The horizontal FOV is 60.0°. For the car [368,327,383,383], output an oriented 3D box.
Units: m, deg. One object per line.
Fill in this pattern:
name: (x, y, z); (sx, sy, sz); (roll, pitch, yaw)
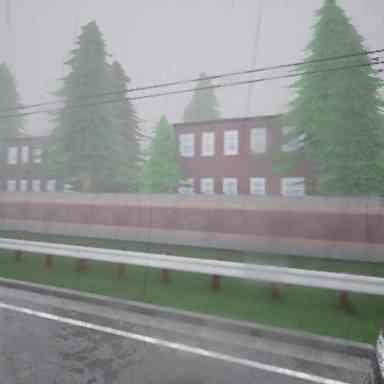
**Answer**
car: (3.895, 1.524, 2.478); (4.553, 1.767, 2.097); (1, -2, 25)
